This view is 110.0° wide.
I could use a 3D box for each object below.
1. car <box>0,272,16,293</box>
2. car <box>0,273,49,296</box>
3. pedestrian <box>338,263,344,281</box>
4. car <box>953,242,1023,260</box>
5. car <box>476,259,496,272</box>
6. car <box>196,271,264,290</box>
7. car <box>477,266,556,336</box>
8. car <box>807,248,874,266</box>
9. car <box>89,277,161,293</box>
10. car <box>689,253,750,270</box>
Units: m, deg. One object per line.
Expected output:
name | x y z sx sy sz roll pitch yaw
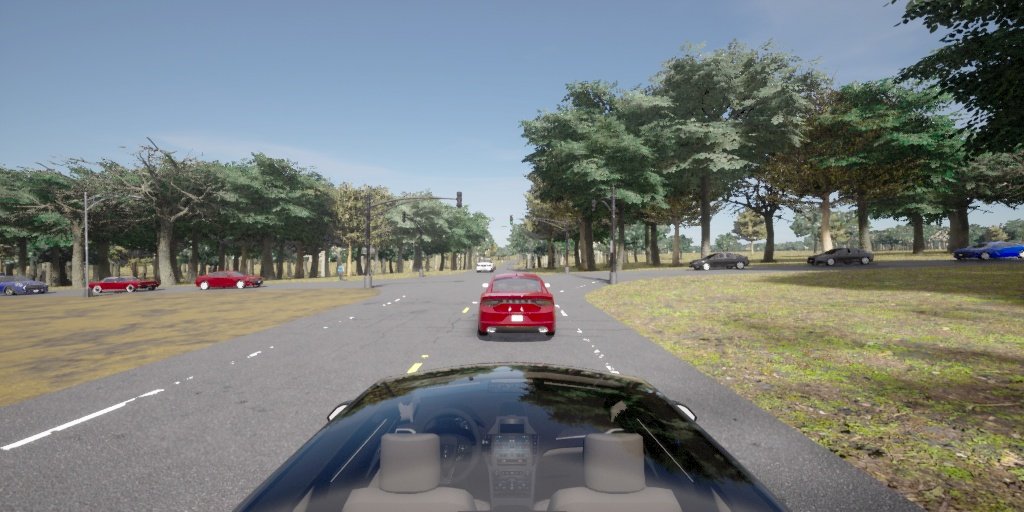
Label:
car | -52.827 2.701 35.187 5.566 2.045 2.150 -2 -1 3
car | -43.333 2.502 31.085 4.553 1.767 2.097 -2 -1 3
pedestrian | -17.920 1.667 37.525 0.375 1.860 0.375 0 1 3
car | 41.553 -0.442 31.101 5.008 1.535 1.882 -2 -1 3
car | -3.932 1.393 52.972 2.150 2.045 5.566 0 -1 1
car | -23.694 1.975 30.176 5.008 1.535 1.882 -2 -1 2
car | 0.125 1.230 10.412 1.882 1.535 5.008 0 0 0
car | 28.875 0.069 31.645 4.892 1.490 1.837 -2 -1 2
car | -33.052 2.417 30.595 4.718 1.301 1.895 -2 -1 3
car | 18.453 0.481 32.079 4.892 1.490 1.837 -2 -1 2
